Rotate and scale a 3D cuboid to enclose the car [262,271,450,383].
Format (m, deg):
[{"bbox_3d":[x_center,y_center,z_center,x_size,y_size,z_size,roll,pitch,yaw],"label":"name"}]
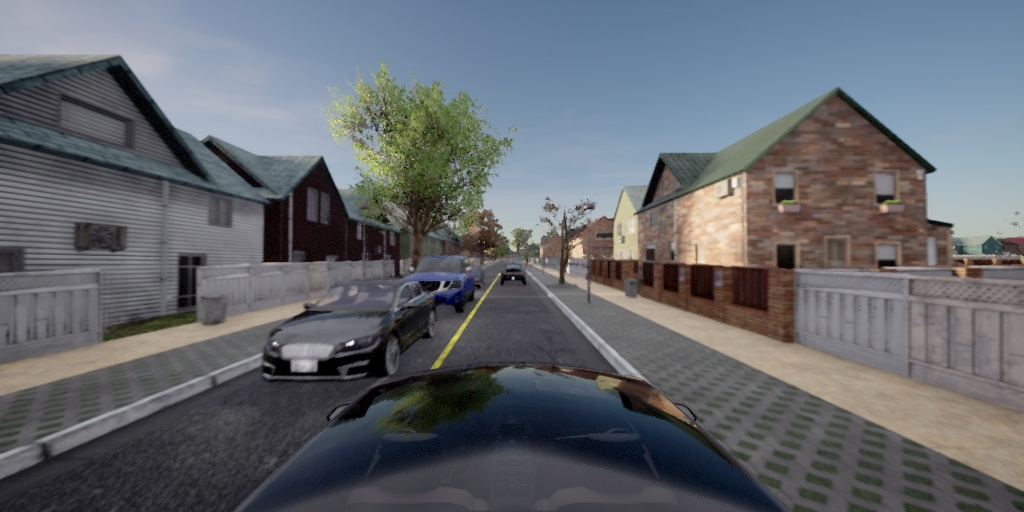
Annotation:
[{"bbox_3d":[-2.843,1.246,7.377,2.128,1.511,4.902,0,0,0],"label":"car"}]

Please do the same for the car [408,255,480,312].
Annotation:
[{"bbox_3d":[-2.755,0.981,14.524,2.150,2.045,5.566,0,0,0],"label":"car"}]

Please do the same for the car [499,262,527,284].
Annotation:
[{"bbox_3d":[0.092,1.276,27.155,1.837,1.490,4.892,0,0,0],"label":"car"}]

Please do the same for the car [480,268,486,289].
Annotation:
[{"bbox_3d":[-2.757,1.315,23.754,2.033,1.411,5.357,0,0,0],"label":"car"}]
